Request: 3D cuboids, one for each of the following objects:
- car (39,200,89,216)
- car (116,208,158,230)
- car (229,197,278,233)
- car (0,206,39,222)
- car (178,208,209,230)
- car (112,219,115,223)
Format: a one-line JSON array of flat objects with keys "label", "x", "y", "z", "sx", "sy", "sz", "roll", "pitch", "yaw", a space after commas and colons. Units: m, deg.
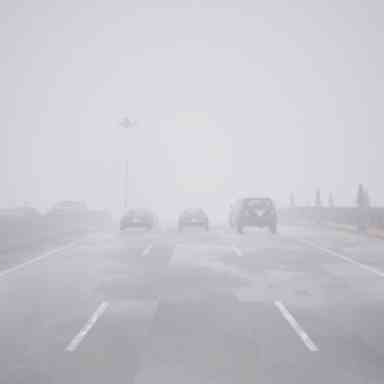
[{"label": "car", "x": -10.596, "y": 1.706, "z": 28.673, "sx": 2.150, "sy": 2.045, "sz": 5.566, "roll": 0, "pitch": -4, "yaw": 0}, {"label": "car", "x": -3.402, "y": 1.732, "z": 21.948, "sx": 1.994, "sy": 1.385, "sz": 4.181, "roll": 0, "pitch": -2, "yaw": 0}, {"label": "car", "x": 3.599, "y": 1.338, "z": 20.261, "sx": 2.150, "sy": 2.045, "sz": 5.566, "roll": 0, "pitch": -2, "yaw": 0}, {"label": "car", "x": -14.095, "y": 1.923, "z": 27.551, "sx": 1.837, "sy": 1.490, "sz": 4.892, "roll": 0, "pitch": -4, "yaw": 0}, {"label": "car", "x": 0.099, "y": 1.739, "z": 22.143, "sx": 1.994, "sy": 1.385, "sz": 4.181, "roll": 0, "pitch": -2, "yaw": 0}, {"label": "car", "x": -17.506, "y": 6.840, "z": 72.726, "sx": 2.150, "sy": 2.045, "sz": 5.566, "roll": 0, "pitch": -7, "yaw": 0}]
